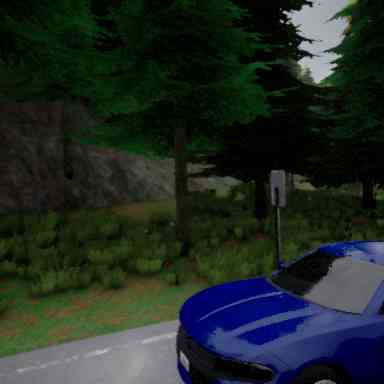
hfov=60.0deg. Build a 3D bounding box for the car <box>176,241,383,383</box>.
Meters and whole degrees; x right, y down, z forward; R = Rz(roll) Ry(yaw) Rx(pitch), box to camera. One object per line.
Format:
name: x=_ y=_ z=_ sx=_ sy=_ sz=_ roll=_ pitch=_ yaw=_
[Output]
car: x=2.271 y=1.419 z=4.227 sx=5.008 sy=1.535 sz=1.882 roll=0 pitch=1 yaw=-20
